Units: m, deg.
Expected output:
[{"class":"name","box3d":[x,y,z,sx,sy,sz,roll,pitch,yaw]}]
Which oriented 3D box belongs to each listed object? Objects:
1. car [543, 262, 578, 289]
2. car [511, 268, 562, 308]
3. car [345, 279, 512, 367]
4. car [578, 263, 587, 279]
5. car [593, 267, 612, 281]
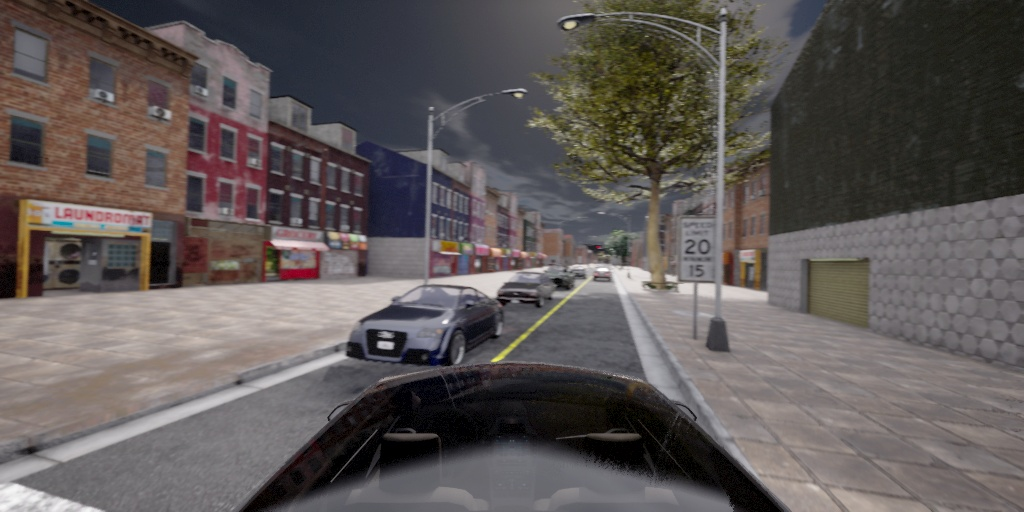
[{"class":"car","box3d":[3.395,1.425,26.344,2.097,1.767,4.553,1,-1,15]},{"class":"car","box3d":[0.827,1.464,16.846,2.033,1.411,5.357,1,-1,15]},{"class":"car","box3d":[-1.586,1.334,7.898,1.994,1.385,4.181,1,-1,15]},{"class":"car","box3d":[7.493,1.891,41.204,1.994,1.385,4.181,1,-1,15]},{"class":"car","box3d":[9.638,1.892,38.343,2.033,1.411,5.357,1,-1,15]}]
